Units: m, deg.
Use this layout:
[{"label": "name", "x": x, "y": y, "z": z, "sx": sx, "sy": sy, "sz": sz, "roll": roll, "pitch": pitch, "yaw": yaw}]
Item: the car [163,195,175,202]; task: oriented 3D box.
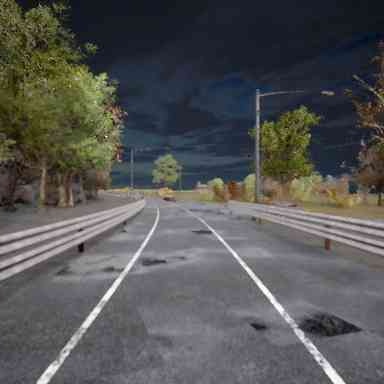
[{"label": "car", "x": -5.226, "y": 1.451, "z": 74.205, "sx": 1.882, "sy": 1.535, "sz": 5.008, "roll": 0, "pitch": 0, "yaw": -19}]

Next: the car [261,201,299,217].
[{"label": "car", "x": 8.582, "y": 1.638, "z": 33.013, "sx": 2.128, "sy": 1.511, "sz": 4.902, "roll": 0, "pitch": 0, "yaw": -19}]
